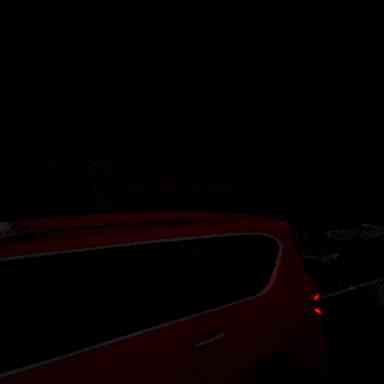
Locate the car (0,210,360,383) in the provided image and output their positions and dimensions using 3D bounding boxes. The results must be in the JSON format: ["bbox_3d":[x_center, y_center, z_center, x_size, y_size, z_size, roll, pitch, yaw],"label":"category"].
[{"bbox_3d":[-1.310,1.221,2.447,5.566,2.045,2.150,0,0,-35],"label":"car"}]

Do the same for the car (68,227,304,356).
[{"bbox_3d":[0.043,1.566,6.563,4.313,1.339,1.947,0,0,-35],"label":"car"}]

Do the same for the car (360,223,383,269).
[{"bbox_3d":[4.526,1.582,9.752,4.206,1.307,1.802,0,0,-35],"label":"car"}]
